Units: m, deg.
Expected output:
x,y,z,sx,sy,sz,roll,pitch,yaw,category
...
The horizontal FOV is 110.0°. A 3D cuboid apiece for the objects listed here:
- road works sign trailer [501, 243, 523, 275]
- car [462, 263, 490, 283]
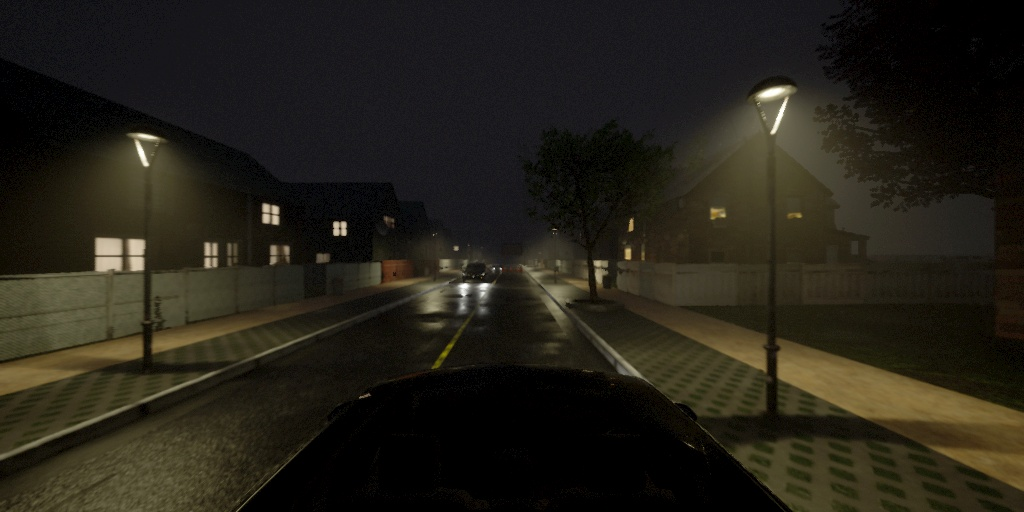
x,y,z,sx,sy,sz,roll,pitch,yaw,category
0.009,0.320,40.305,2.380,3.560,2.880,0,0,0,road works sign trailer
-2.841,1.311,28.707,1.837,1.490,4.892,0,0,0,car
